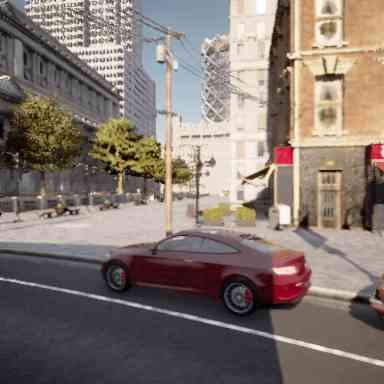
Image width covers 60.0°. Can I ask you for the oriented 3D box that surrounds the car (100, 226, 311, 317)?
[{"bbox_3d":[0.134,1.481,7.282,4.674,1.452,2.002,0,0,29],"label":"car"}]
